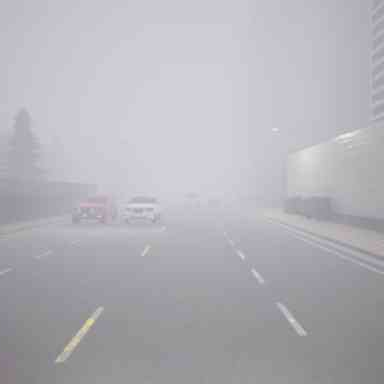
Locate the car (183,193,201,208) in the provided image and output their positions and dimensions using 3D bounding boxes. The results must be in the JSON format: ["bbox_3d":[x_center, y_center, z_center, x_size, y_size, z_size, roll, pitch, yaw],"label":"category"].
[{"bbox_3d":[-0.009,1.204,47.930,2.150,2.045,5.566,0,0,0],"label":"car"}]

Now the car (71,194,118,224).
[{"bbox_3d":[-7.022,1.195,24.603,2.150,2.045,5.566,0,0,0],"label":"car"}]

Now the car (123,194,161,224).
[{"bbox_3d":[-3.522,1.195,24.628,2.150,2.045,5.566,0,0,0],"label":"car"}]

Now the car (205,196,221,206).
[{"bbox_3d":[3.492,1.451,52.899,1.882,1.535,5.008,0,0,0],"label":"car"}]
